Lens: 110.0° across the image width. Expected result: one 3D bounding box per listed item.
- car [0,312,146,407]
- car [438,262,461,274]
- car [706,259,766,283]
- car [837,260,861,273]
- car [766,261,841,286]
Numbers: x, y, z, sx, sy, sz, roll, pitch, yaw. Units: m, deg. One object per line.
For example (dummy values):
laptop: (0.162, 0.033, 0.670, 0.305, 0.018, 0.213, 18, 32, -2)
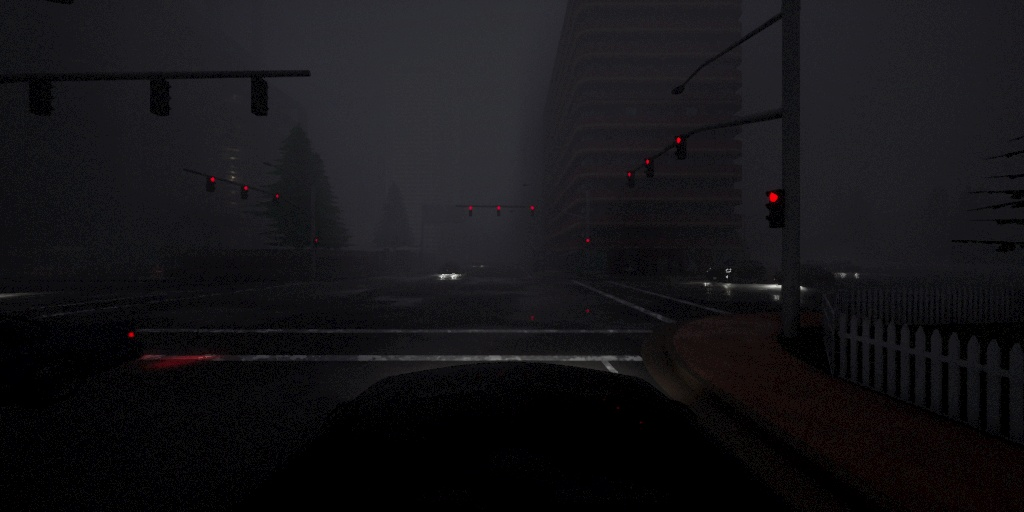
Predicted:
car: (-6.998, 1.307, 3.487, 2.033, 1.411, 5.357, 0, 0, 0)
car: (-6.992, 1.370, 40.552, 1.994, 1.385, 4.181, 0, 1, 0)
car: (16.820, 1.043, 26.893, 4.553, 1.767, 2.097, 0, 0, -22)
car: (39.483, 1.236, 42.849, 2.033, 1.411, 5.357, 0, 0, 27)
car: (19.787, 1.255, 24.328, 4.181, 1.385, 1.994, 0, 0, -24)
